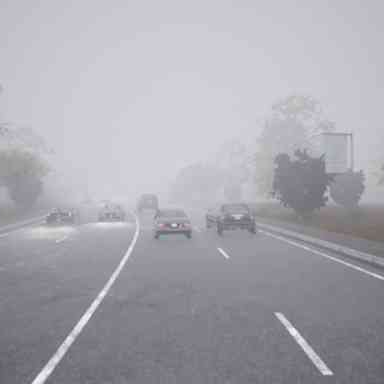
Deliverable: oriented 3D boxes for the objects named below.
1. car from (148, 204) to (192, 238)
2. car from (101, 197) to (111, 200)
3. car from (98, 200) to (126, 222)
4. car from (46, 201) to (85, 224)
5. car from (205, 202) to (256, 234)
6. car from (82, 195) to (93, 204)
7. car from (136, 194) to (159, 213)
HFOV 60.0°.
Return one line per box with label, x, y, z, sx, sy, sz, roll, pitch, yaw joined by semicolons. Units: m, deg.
car;-1.143;1.567;17.713;2.033;1.411;5.357;0;0;-7
car;-17.191;1.633;66.325;1.994;1.385;4.181;0;0;-18
car;-6.317;1.601;26.506;1.994;1.385;4.181;0;0;-11
car;-9.602;1.641;25.196;1.895;1.301;4.718;0;0;-10
car;2.104;1.368;19.426;2.097;1.767;4.553;0;0;-7
car;-20.409;1.437;64.890;2.097;1.767;4.553;0;0;-18
car;-5.217;1.269;38.733;2.150;2.045;5.566;0;0;-14
